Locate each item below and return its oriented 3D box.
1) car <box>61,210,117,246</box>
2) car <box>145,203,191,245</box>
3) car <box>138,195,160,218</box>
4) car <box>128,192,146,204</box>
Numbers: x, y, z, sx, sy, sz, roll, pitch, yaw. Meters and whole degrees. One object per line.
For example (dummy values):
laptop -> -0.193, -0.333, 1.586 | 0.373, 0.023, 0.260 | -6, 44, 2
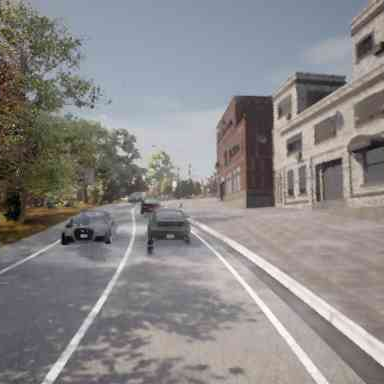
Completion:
car -> -4.551, 1.547, 15.221 | 1.994, 1.385, 4.181 | 0, 0, -8
car -> -1.172, 1.517, 15.709 | 1.837, 1.490, 4.892 | 1, 0, -7
car -> -4.205, 1.418, 33.656 | 1.882, 1.535, 5.008 | 1, 0, -10
car -> -9.351, 1.004, 57.803 | 2.150, 2.045, 5.566 | -1, 0, 5
